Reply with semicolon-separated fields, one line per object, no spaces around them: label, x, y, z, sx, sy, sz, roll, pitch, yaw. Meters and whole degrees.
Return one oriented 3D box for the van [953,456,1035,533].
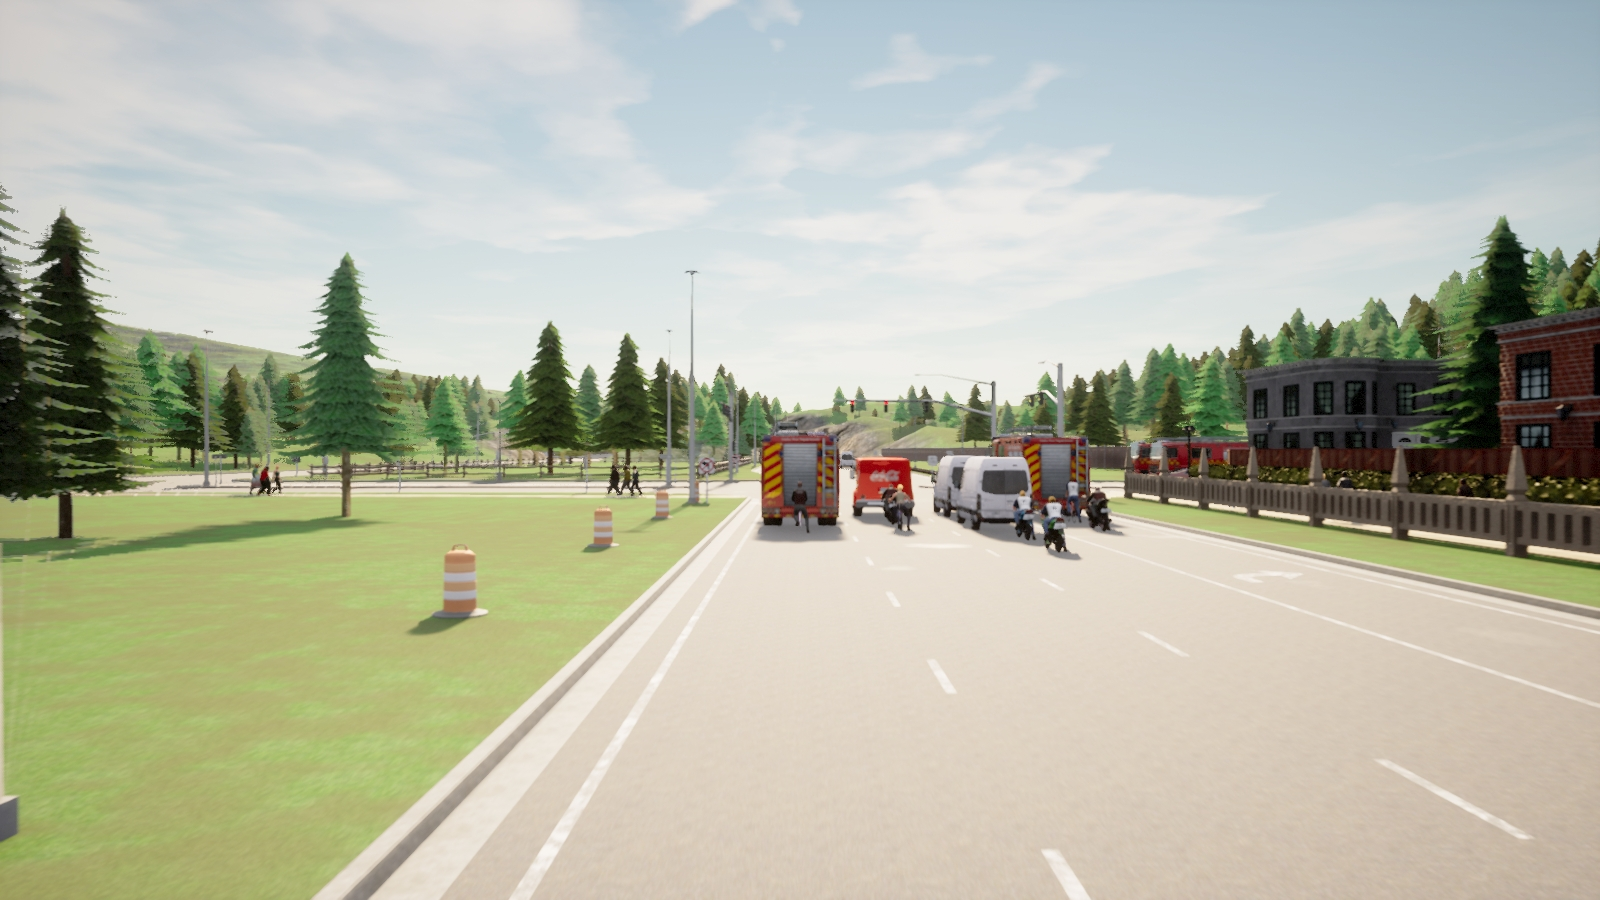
van;6.994;1.535;41.855;1.988;2.561;5.915;0;0;0

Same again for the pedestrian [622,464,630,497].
pedestrian;-9.787;1.696;64.336;0.375;1.860;0.375;0;0;6

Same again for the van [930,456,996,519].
van;6.996;1.534;49.617;1.988;2.561;5.915;0;0;0

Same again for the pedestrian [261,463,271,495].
pedestrian;-30.970;1.696;66.234;0.375;1.860;0.375;0;0;5

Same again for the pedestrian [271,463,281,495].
pedestrian;-30.674;1.696;66.848;0.375;1.860;0.375;0;0;6

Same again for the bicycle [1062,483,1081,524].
bicycle;10.499;2.056;44.214;0.373;1.496;1.643;0;0;0

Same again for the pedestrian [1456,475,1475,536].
pedestrian;20.375;1.697;34.971;0.375;1.860;0.375;0;0;1

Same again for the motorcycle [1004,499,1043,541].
motorcycle;6.999;2.186;35.858;0.803;1.199;2.033;0;0;0

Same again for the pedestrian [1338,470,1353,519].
pedestrian;20.729;1.697;43.415;0.375;1.860;0.375;0;0;-1

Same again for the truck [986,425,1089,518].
truck;10.494;0.891;51.492;2.891;3.827;8.468;0;0;0

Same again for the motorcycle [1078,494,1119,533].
motorcycle;10.499;2.205;40.252;0.867;1.251;2.209;0;0;0

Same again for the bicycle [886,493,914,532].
bicycle;3.481;2.158;39.834;0.859;1.277;1.487;0;0;0

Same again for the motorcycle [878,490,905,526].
motorcycle;3.490;2.205;43.771;0.867;1.251;2.209;0;0;0

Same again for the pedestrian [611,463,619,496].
pedestrian;-10.529;1.696;64.990;0.375;1.860;0.375;0;0;6

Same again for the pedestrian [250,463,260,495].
pedestrian;-31.939;1.697;66.988;0.375;1.860;0.375;0;0;7

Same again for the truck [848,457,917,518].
truck;3.507;1.568;49.564;2.627;2.467;5.204;0;0;0

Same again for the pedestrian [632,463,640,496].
pedestrian;-9.306;1.697;64.895;0.375;1.860;0.375;0;0;3

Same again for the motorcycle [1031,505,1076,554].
motorcycle;6.999;2.186;31.670;0.803;1.199;2.033;0;0;0

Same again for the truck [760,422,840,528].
truck;-0.006;0.891;45.416;2.891;3.827;8.468;0;0;0

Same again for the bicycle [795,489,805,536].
bicycle;-0.007;2.060;37.963;0.329;1.471;1.835;0;0;0
